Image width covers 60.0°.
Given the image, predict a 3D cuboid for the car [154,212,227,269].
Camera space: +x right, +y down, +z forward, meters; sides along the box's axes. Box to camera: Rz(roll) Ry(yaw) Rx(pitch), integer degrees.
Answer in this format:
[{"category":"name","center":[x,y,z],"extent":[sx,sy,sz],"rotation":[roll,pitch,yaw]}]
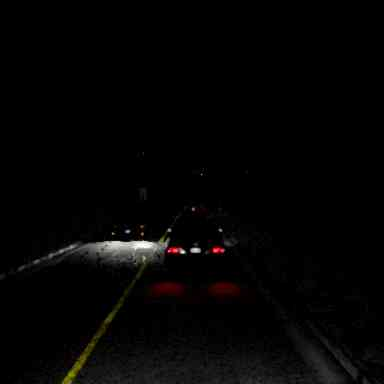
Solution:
[{"category":"car","center":[0.100,1.638,11.420],"extent":[2.033,1.411,5.357],"rotation":[0,-1,0]}]

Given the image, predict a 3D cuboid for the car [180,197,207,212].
[{"category":"car","center":[0.112,1.483,29.185],"extent":[2.150,2.045,5.566],"rotation":[0,-1,0]}]

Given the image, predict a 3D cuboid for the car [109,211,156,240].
[{"category":"car","center":[-3.090,1.714,17.959],"extent":[1.994,1.385,4.181],"rotation":[0,-1,0]}]
